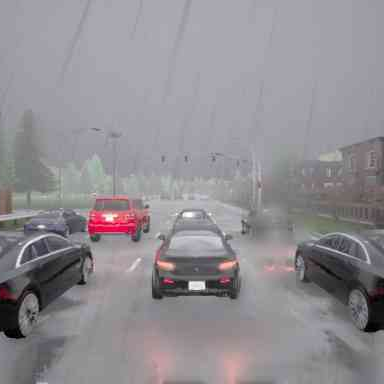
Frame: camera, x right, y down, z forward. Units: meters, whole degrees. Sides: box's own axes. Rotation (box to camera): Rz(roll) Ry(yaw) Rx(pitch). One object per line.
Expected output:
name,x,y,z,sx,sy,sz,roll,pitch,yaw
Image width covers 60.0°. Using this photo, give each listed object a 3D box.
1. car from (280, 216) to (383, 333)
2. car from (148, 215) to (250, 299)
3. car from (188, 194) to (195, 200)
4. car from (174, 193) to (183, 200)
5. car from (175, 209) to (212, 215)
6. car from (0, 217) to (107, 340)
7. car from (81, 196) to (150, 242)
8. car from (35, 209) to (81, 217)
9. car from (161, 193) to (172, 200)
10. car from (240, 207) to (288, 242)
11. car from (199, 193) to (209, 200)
car,3.585,1.491,6.769,2.128,1.511,4.902,0,0,0
car,0.085,1.526,8.315,1.812,1.442,4.674,0,0,0
car,-0.122,1.531,89.790,2.033,1.411,5.357,0,0,0
car,-3.622,1.217,89.815,2.150,2.045,5.566,0,0,0
car,0.062,1.564,17.063,1.994,1.385,4.181,0,0,0
car,-3.416,1.491,6.531,2.128,1.511,4.902,0,0,0
car,-3.435,1.221,16.541,2.150,2.045,5.566,0,0,0
car,-6.936,1.564,17.315,1.994,1.385,4.181,0,0,0
car,-7.122,1.217,89.810,2.150,2.045,5.566,0,0,0
car,3.561,1.505,16.273,1.837,1.490,4.892,0,0,0
car,3.378,1.217,89.825,2.150,2.045,5.566,0,0,0
